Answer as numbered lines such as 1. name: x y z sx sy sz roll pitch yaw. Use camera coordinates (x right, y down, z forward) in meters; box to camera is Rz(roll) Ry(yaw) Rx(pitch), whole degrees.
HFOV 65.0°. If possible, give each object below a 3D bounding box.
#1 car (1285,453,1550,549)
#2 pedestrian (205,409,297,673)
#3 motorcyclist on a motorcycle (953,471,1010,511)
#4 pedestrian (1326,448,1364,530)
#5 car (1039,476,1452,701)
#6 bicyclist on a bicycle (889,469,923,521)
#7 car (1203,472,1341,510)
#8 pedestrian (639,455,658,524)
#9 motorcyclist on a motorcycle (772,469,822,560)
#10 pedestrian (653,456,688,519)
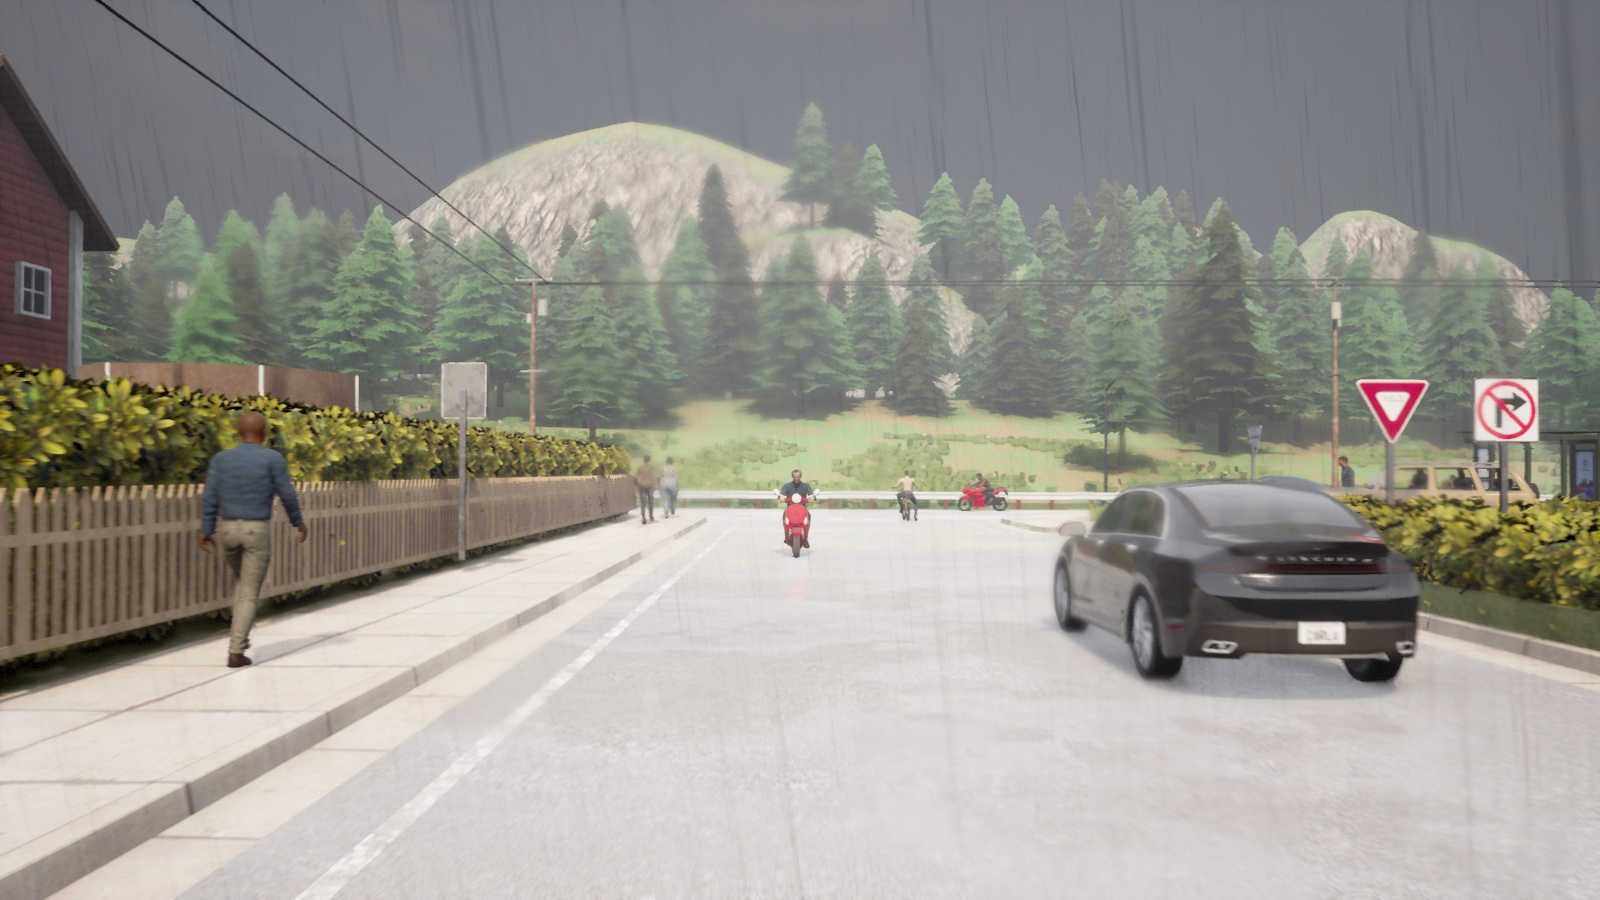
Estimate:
1. car: 12.514 1.013 25.779 4.605 1.855 1.932 -1 -1 17
2. pedestrian: -3.967 0.638 9.108 0.370 1.835 0.726 0 -1 -3
3. motorcyclist on a motorcycle: 7.018 1.581 48.537 2.044 1.523 0.797 0 -1 -7
4. pedestrian: 13.012 0.924 29.970 0.788 1.949 0.423 -1 -1 20
5. car: 3.474 0.988 10.928 1.837 1.490 4.892 0 -1 0
6. bicyclist on a bicycle: 3.358 1.404 39.793 0.866 1.612 1.509 0 -1 -3
7. car: 18.253 1.583 48.726 4.674 1.442 1.812 0 -1 0
8. pedestrian: -4.010 1.042 33.239 0.328 1.805 0.869 0 -1 5
9. motorcyclist on a motorcycle: -0.055 1.155 23.075 0.866 1.590 1.817 0 -1 0
10. pedestrian: -3.826 1.107 37.162 0.874 1.855 0.900 0 -1 6
